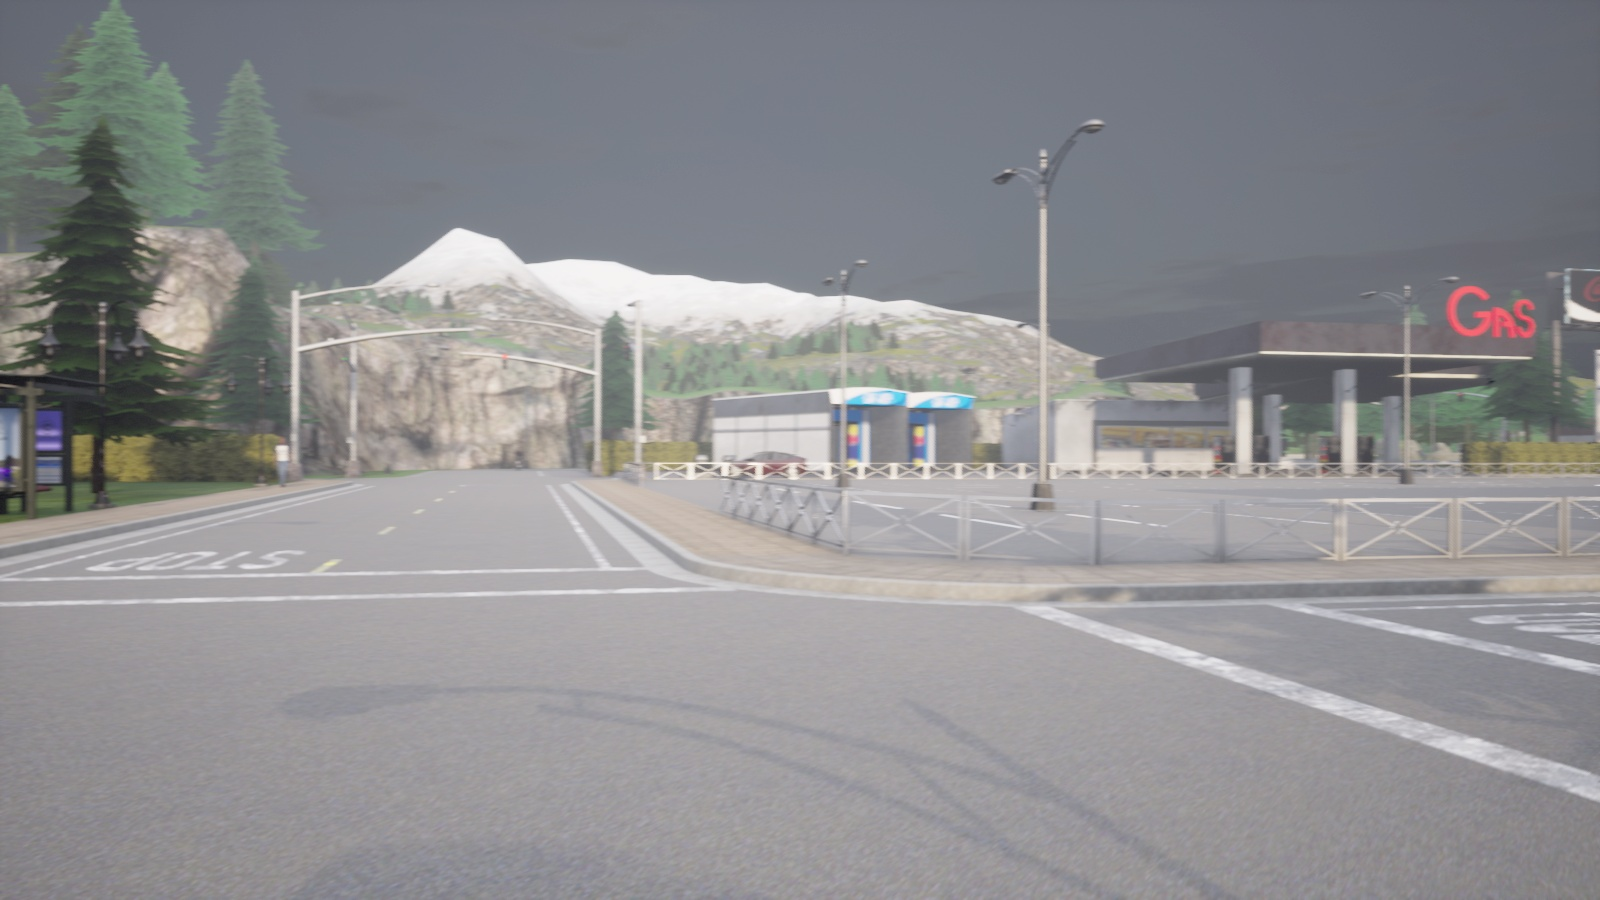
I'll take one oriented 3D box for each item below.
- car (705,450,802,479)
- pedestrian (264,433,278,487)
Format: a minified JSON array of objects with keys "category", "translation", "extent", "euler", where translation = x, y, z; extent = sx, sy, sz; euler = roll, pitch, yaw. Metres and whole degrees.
[{"category":"car","translation":[-2.467,0.760,66.128],"extent":[4.792,1.488,2.163],"euler":[0,0,-12]},{"category":"pedestrian","translation":[-18.366,0.342,43.609],"extent":[0.354,1.836,0.706],"euler":[0,0,-15]}]
